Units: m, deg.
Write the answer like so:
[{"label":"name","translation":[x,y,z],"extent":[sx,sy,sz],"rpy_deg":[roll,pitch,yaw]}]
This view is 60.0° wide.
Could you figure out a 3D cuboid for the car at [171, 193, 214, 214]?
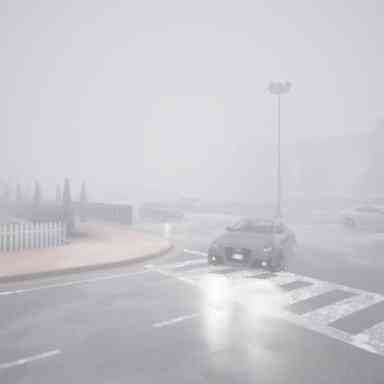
[{"label":"car","translation":[0.193,1.327,34.523],"extent":[2.097,1.767,4.553],"rpy_deg":[0,1,-37]}]

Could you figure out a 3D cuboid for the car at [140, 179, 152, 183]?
[{"label":"car","translation":[-10.508,-1.832,72.174],"extent":[2.150,2.045,5.566],"rpy_deg":[0,7,-37]}]

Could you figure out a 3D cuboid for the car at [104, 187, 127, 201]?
[{"label":"car","translation":[-11.712,0.488,50.331],"extent":[2.033,1.411,5.357],"rpy_deg":[0,5,-37]}]

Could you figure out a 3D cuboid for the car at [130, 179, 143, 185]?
[{"label":"car","translation":[-12.832,-1.492,69.592],"extent":[1.882,1.535,5.008],"rpy_deg":[0,7,-37]}]

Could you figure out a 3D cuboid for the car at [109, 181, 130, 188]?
[{"label":"car","translation":[-14.823,-1.304,66.248],"extent":[1.882,1.535,5.008],"rpy_deg":[0,7,-37]}]

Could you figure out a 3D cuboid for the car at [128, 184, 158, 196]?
[{"label":"car","translation":[-8.562,0.054,57.914],"extent":[2.033,1.411,5.357],"rpy_deg":[0,6,-37]}]

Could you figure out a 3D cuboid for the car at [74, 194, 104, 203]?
[{"label":"car","translation":[-12.655,1.053,39.906],"extent":[1.837,1.490,4.892],"rpy_deg":[0,4,-37]}]

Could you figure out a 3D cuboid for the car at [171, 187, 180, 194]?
[{"label":"car","translation":[-4.201,-0.272,63.930],"extent":[1.882,1.535,5.008],"rpy_deg":[0,7,-37]}]

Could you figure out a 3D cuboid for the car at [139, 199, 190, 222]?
[{"label":"car","translation":[-2.532,1.497,26.537],"extent":[1.837,1.490,4.892],"rpy_deg":[0,0,-37]}]

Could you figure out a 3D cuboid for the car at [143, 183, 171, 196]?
[{"label":"car","translation":[-6.592,-0.192,61.289],"extent":[1.882,1.535,5.008],"rpy_deg":[0,7,-37]}]

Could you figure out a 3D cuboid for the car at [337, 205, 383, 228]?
[{"label":"car","translation":[11.191,1.522,20.049],"extent":[1.812,1.442,4.674],"rpy_deg":[0,0,-37]}]

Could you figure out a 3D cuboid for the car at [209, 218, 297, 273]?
[{"label":"car","translation":[2.130,1.562,10.805],"extent":[1.994,1.385,4.181],"rpy_deg":[0,0,26]}]

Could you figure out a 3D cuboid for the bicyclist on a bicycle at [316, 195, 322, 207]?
[{"label":"bicyclist on a bicycle","translation":[18.052,1.284,47.357],"extent":[1.656,1.620,0.582],"rpy_deg":[0,0,-37]}]
